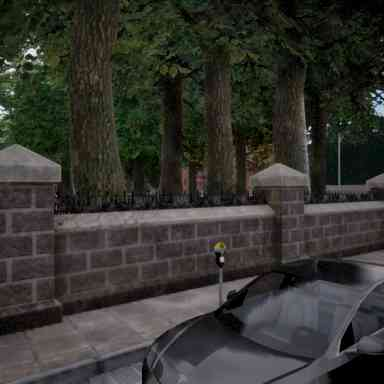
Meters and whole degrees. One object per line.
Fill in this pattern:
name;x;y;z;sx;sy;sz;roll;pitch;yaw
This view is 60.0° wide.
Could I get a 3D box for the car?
car;1.528;1.565;3.910;4.313;1.339;1.947;0;-1;-36
